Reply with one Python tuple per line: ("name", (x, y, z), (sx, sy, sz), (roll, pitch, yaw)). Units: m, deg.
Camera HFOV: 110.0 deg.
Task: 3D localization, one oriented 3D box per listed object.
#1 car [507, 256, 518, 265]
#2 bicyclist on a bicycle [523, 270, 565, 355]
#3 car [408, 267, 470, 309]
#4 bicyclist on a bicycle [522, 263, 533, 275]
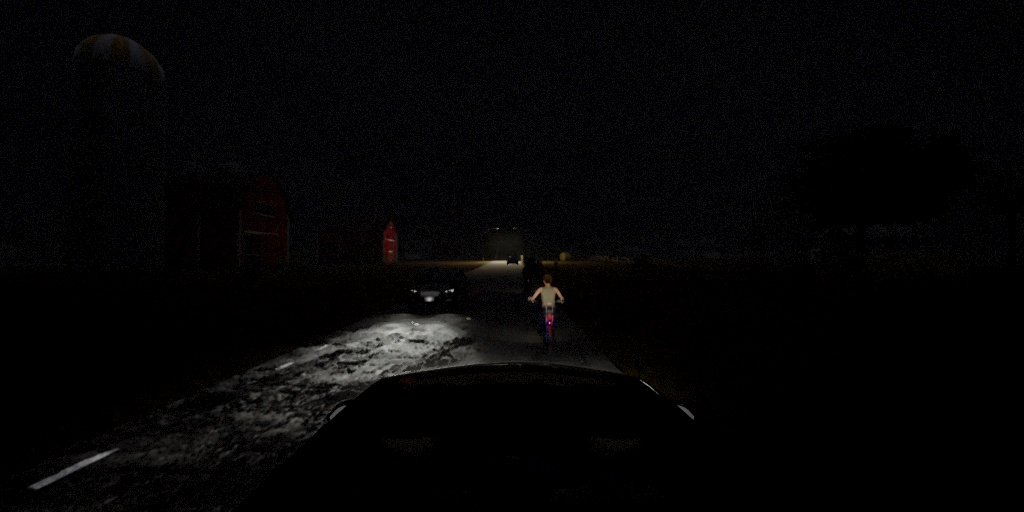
("car", (0.107, 0.837, 62.411), (1.994, 1.385, 4.181), (0, 1, 0))
("bicyclist on a bicycle", (0.753, 1.186, 7.703), (0.866, 1.612, 1.509), (0, -1, 0))
("car", (-2.848, 1.212, 14.783), (2.128, 1.511, 4.902), (0, 0, 0))
("bicyclist on a bicycle", (0.758, 1.158, 17.059), (0.582, 1.620, 1.656), (0, 0, 0))
